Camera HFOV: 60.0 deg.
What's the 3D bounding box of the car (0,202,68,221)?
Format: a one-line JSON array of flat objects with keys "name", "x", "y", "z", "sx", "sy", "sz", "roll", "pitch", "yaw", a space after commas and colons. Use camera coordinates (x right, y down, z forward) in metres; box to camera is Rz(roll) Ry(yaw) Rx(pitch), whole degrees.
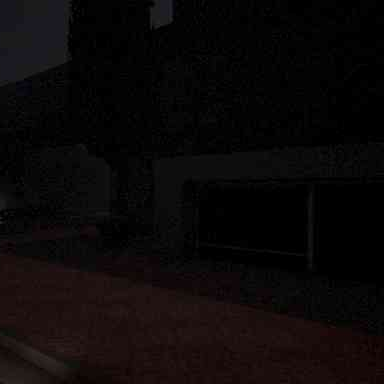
[{"name": "car", "x": -13.096, "y": 1.547, "z": 27.632, "sx": 2.033, "sy": 1.411, "sz": 5.357, "roll": 0, "pitch": 0, "yaw": 36}]
